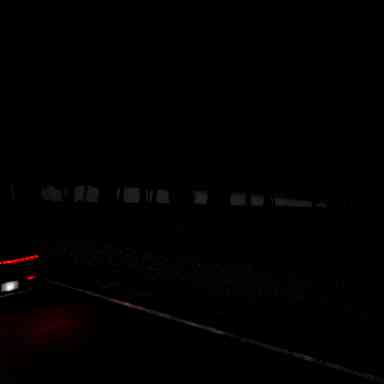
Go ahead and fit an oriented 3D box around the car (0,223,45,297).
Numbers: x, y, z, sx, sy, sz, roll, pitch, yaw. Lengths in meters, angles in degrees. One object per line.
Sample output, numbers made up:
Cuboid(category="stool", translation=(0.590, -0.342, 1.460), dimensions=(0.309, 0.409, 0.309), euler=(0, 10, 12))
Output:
Cuboid(category="car", translation=(-5.189, 1.377, 7.320), dimensions=(4.892, 1.490, 1.837), euler=(1, 1, 36))
